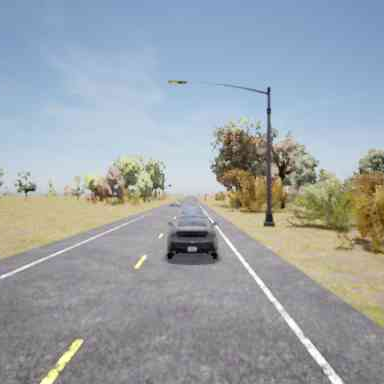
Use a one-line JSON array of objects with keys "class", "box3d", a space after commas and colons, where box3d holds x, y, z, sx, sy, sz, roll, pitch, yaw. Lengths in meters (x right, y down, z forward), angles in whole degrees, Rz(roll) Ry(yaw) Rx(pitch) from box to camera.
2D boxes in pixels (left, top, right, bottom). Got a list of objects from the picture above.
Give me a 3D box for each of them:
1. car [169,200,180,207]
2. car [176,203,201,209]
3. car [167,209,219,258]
[{"class": "car", "box3d": [-3.461, 2.293, 65.682, 1.895, 1.301, 4.718, 0, -1, 0]}, {"class": "car", "box3d": [0.027, 1.846, 27.510, 2.033, 1.411, 5.357, 0, -1, 1]}, {"class": "car", "box3d": [0.032, 1.656, 13.483, 1.837, 1.490, 4.892, 0, 0, 1]}]
